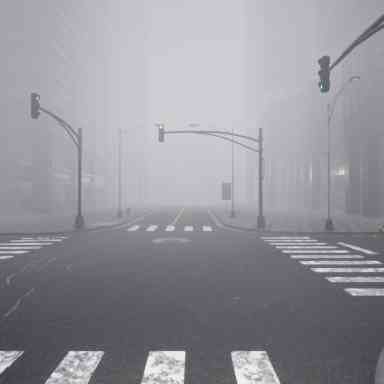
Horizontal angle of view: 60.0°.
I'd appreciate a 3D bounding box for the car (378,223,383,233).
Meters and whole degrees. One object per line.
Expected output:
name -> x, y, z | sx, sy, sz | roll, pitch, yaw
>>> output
car -> 11.755, 1.564, 16.221 | 4.829, 1.417, 1.752 | 0, -1, 0
